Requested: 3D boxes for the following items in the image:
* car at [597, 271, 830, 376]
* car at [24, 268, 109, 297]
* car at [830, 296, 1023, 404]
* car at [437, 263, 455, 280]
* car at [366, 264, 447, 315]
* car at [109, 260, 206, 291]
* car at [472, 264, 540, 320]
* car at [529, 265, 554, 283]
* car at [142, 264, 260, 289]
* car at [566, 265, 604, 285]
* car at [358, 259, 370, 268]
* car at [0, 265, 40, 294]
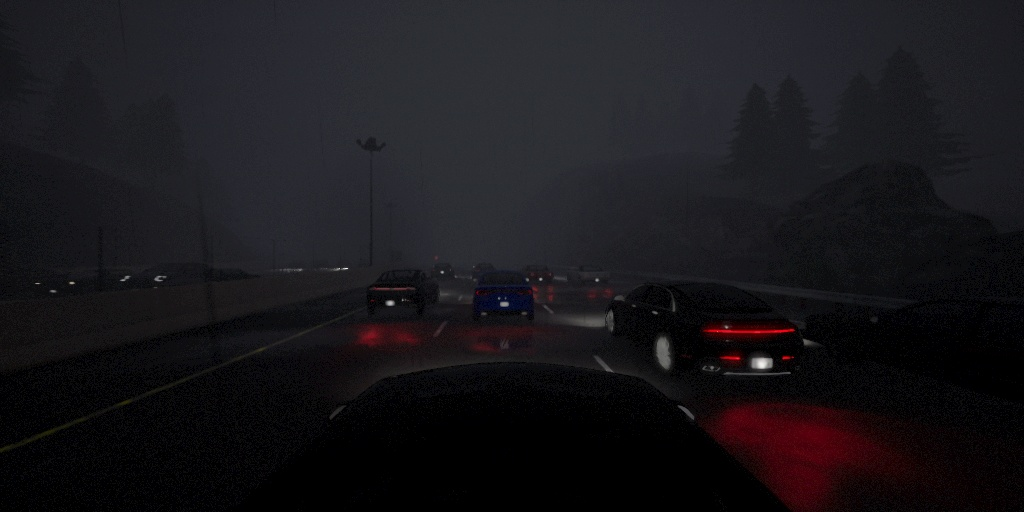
[{"bbox_3d":[3.398,1.241,7.404,1.837,1.490,4.892,0,0,-2],"label":"car"},{"bbox_3d":[-22.180,1.379,19.334,1.895,1.301,4.718,0,0,-6],"label":"car"},{"bbox_3d":[7.001,1.278,5.005,2.033,1.411,5.357,0,0,-1],"label":"car"},{"bbox_3d":[-6.046,1.292,31.413,1.994,1.385,4.181,0,0,-9],"label":"car"},{"bbox_3d":[-3.925,1.236,13.493,2.128,1.511,4.902,0,0,-4],"label":"car"},{"bbox_3d":[-18.756,1.122,19.884,2.097,1.767,4.553,0,0,-7],"label":"car"},{"bbox_3d":[-0.366,1.216,12.676,1.882,1.535,5.008,0,0,-4],"label":"car"},{"bbox_3d":[1.713,1.317,27.149,1.895,1.301,4.718,0,0,-8],"label":"car"},{"bbox_3d":[-14.998,1.311,18.110,2.033,1.411,5.357,0,0,-6],"label":"car"},{"bbox_3d":[5.388,1.310,26.054,1.895,1.301,4.718,0,0,-7],"label":"car"},{"bbox_3d":[-23.631,1.262,57.743,1.812,1.442,4.674,0,0,-18],"label":"car"},{"bbox_3d":[-25.577,1.264,18.063,1.882,1.535,5.008,0,0,-6],"label":"car"}]
